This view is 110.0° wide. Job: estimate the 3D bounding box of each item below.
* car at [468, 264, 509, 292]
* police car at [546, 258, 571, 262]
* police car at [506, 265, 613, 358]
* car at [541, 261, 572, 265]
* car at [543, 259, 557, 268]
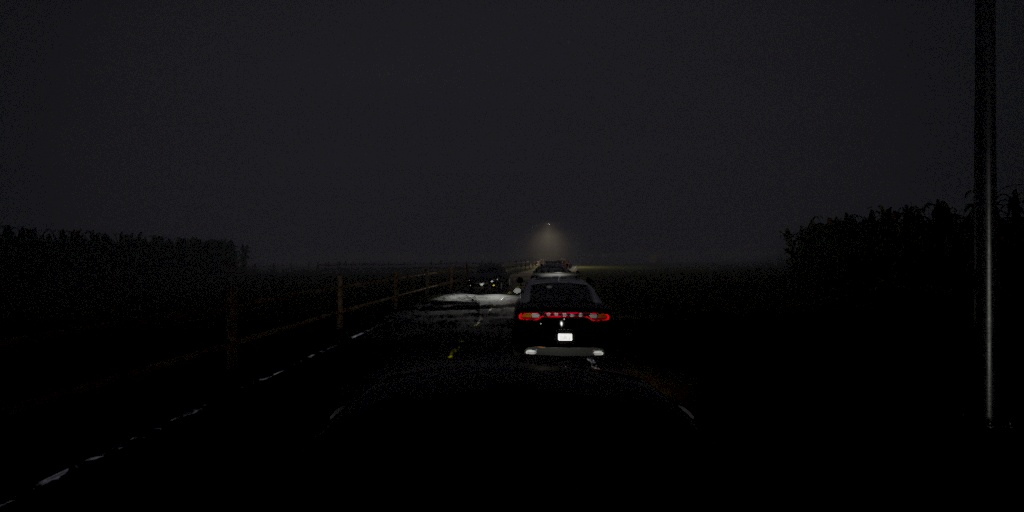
[{"bbox_3d":[-1.251,1.243,21.251,1.837,1.490,4.892,0,0,8],"label":"car"},{"bbox_3d":[2.845,1.159,24.311,1.930,1.638,5.238,0,0,10],"label":"police car"},{"bbox_3d":[1.053,1.173,8.661,1.930,1.638,5.238,0,0,3],"label":"police car"},{"bbox_3d":[1.959,1.218,18.357,1.882,1.535,5.008,0,0,7],"label":"car"},{"bbox_3d":[6.480,1.215,60.994,1.812,1.442,4.674,0,0,12],"label":"car"}]
